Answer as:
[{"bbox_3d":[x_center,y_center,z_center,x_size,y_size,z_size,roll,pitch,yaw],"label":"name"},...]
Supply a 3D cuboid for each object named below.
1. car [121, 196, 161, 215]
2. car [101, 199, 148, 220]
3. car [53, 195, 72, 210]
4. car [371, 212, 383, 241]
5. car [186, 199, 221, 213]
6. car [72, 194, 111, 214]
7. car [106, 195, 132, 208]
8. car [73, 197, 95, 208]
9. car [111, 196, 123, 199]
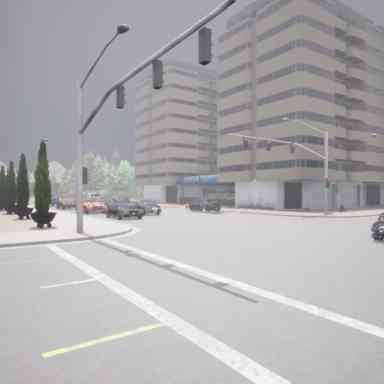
[{"bbox_3d":[-4.830,1.491,32.982,2.128,1.511,4.902,0,0,-35],"label":"car"},{"bbox_3d":[-5.806,1.563,28.258,1.994,1.385,4.181,0,0,-35],"label":"car"},{"bbox_3d":[-16.403,1.525,43.524,1.812,1.442,4.674,0,0,-35],"label":"car"},{"bbox_3d":[10.292,1.503,15.590,4.892,1.490,1.837,0,0,-35],"label":"car"},{"bbox_3d":[1.204,1.504,36.922,1.837,1.490,4.892,0,0,-35],"label":"car"},{"bbox_3d":[-10.763,1.352,35.391,2.097,1.767,4.553,0,0,-35],"label":"car"},{"bbox_3d":[-10.572,1.352,47.730,2.097,1.767,4.553,0,0,-35],"label":"car"},{"bbox_3d":[-15.962,1.504,49.033,1.837,1.490,4.892,0,0,-34],"label":"car"},{"bbox_3d":[-10.075,1.504,40.538,1.837,1.490,4.892,0,0,-35],"label":"car"}]
